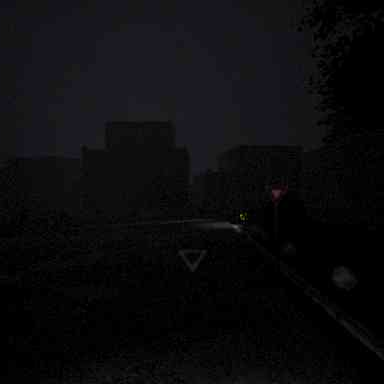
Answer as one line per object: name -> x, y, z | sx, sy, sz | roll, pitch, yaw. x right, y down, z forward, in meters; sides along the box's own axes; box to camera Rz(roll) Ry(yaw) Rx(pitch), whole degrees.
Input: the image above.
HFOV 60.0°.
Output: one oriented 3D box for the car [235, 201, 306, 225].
car -> 5.417, 1.386, 23.156 | 4.892, 1.490, 1.837 | -2, -1, -11
